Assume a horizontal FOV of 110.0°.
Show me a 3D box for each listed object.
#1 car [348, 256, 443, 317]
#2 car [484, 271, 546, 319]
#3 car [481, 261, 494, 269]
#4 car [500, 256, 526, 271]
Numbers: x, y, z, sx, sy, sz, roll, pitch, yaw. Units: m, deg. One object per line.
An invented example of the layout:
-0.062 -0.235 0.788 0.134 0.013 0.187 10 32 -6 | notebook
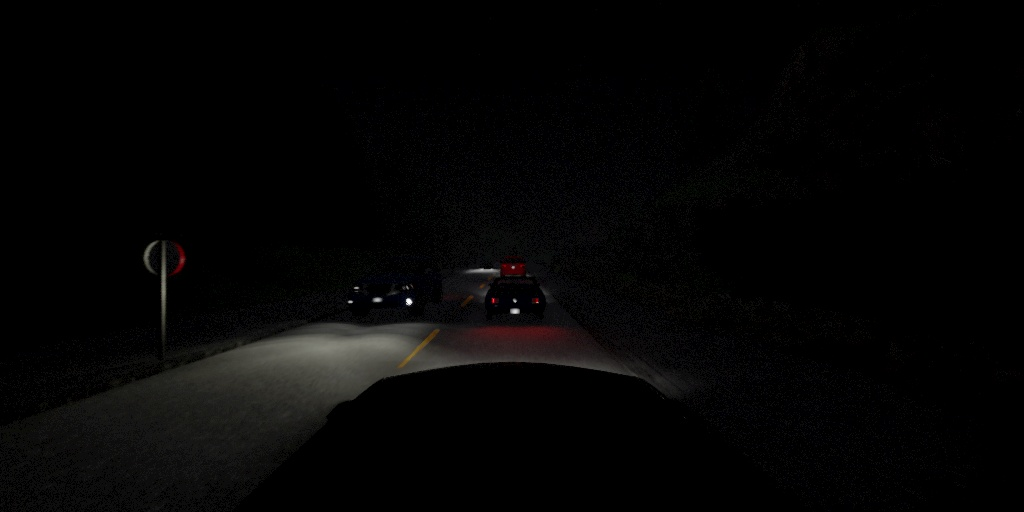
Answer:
-4.103 0.999 13.693 2.150 2.045 5.566 0 0 0 | car
0.097 1.375 12.969 1.895 1.301 4.718 0 0 0 | car
-4.049 1.475 59.367 1.895 1.301 4.718 0 0 1 | car
0.093 1.040 32.523 2.150 2.045 5.566 0 0 0 | car
